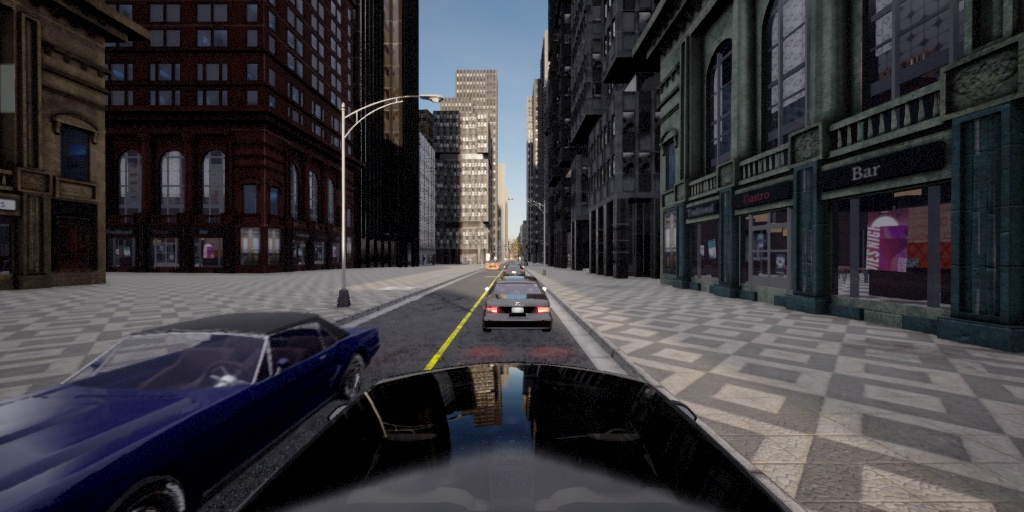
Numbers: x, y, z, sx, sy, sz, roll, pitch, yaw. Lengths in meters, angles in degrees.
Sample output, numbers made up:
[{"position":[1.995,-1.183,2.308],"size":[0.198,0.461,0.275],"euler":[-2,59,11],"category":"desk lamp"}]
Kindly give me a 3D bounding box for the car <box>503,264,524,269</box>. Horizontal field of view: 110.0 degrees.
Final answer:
[{"position":[0.178,1.366,32.484],"size":[1.994,1.385,4.181],"euler":[0,0,0],"category":"car"}]

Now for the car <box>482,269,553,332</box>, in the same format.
[{"position":[0.124,1.303,10.838],"size":[2.033,1.411,5.357],"euler":[0,0,0],"category":"car"}]

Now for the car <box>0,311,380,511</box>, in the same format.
[{"position":[-3.096,1.351,3.664],"size":[1.895,1.301,4.718],"euler":[0,0,0],"category":"car"}]

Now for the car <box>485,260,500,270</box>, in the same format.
[{"position":[-2.901,1.325,54.918],"size":[2.097,1.767,4.553],"euler":[0,-1,1],"category":"car"}]
